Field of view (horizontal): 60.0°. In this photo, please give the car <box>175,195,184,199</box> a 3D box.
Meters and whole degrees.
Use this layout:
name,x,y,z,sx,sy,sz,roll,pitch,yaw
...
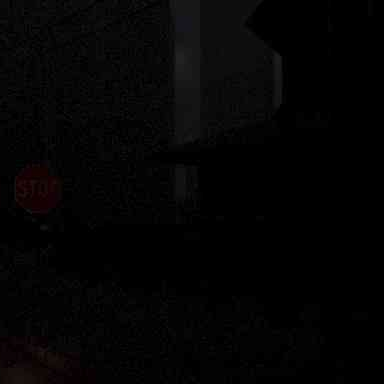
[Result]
name,x,y,z,sx,sy,sz,roll,pitch,yaw
car,-3.723,1.505,85.514,4.193,1.474,1.816,0,0,37
